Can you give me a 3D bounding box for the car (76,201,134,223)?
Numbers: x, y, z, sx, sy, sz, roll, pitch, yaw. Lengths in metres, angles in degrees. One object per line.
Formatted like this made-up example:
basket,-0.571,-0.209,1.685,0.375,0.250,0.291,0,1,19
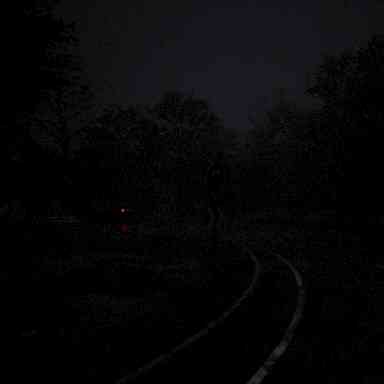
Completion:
car,-7.163,1.518,27.318,4.553,1.767,2.097,0,0,16
